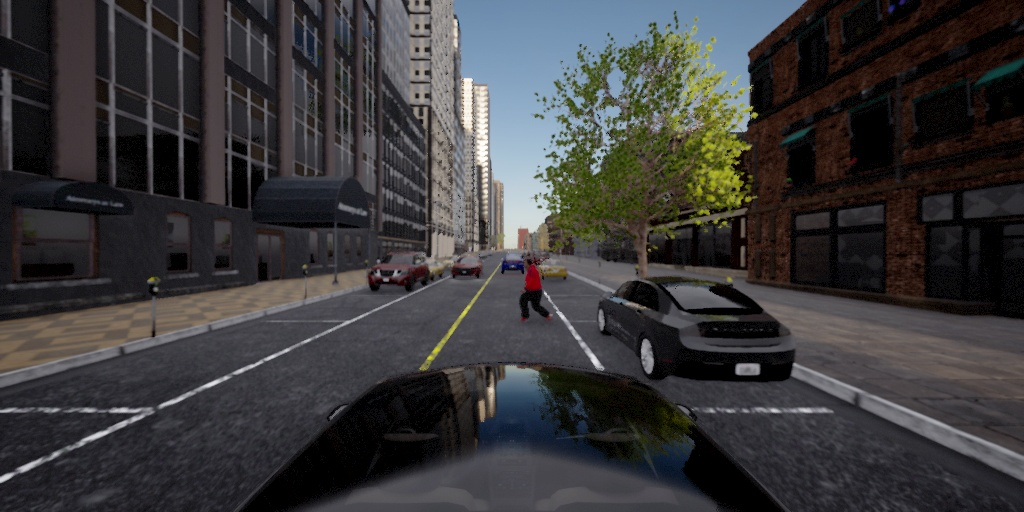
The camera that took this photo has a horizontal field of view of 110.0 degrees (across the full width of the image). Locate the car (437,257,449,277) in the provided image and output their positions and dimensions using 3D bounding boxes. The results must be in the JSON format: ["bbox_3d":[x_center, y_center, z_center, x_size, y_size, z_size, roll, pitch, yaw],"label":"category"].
[{"bbox_3d":[-5.688,0.799,24.067,1.751,1.417,4.829,0,0,0],"label":"car"}]

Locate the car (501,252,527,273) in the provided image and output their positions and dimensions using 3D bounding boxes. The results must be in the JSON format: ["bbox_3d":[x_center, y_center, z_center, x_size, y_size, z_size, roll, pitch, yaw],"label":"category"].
[{"bbox_3d":[0.079,0.608,30.901,1.882,1.535,5.008,0,1,0],"label":"car"}]

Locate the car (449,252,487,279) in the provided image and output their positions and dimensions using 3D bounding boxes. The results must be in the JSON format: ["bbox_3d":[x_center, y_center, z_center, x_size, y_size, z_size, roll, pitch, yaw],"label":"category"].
[{"bbox_3d":[-3.095,0.718,25.784,1.882,1.535,5.008,0,1,0],"label":"car"}]

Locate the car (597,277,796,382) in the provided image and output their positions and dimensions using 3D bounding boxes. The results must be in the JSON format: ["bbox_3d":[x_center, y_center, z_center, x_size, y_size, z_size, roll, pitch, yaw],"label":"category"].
[{"bbox_3d":[3.001,1.145,6.979,1.837,1.490,4.892,0,1,0],"label":"car"}]

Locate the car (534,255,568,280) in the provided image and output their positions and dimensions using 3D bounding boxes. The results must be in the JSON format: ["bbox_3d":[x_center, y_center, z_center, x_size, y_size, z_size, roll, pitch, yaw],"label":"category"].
[{"bbox_3d":[2.693,0.799,24.409,1.751,1.417,4.829,0,0,0],"label":"car"}]

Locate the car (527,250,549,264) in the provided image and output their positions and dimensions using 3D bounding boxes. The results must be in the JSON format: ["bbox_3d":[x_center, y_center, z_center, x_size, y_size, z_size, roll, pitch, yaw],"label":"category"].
[{"bbox_3d":[2.694,0.350,35.329,2.192,1.841,5.009,0,0,0],"label":"car"}]

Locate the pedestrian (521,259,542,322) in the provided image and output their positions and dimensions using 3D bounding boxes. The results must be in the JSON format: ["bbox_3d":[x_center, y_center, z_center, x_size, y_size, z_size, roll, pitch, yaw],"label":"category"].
[{"bbox_3d":[0.533,0.875,9.760,0.375,1.860,0.375,1,0,-4],"label":"pedestrian"}]

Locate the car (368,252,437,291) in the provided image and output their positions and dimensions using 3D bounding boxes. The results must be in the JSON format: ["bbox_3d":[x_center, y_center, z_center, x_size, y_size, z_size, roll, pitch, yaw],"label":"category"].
[{"bbox_3d":[-5.688,0.707,18.693,2.192,1.841,5.009,0,0,0],"label":"car"}]
